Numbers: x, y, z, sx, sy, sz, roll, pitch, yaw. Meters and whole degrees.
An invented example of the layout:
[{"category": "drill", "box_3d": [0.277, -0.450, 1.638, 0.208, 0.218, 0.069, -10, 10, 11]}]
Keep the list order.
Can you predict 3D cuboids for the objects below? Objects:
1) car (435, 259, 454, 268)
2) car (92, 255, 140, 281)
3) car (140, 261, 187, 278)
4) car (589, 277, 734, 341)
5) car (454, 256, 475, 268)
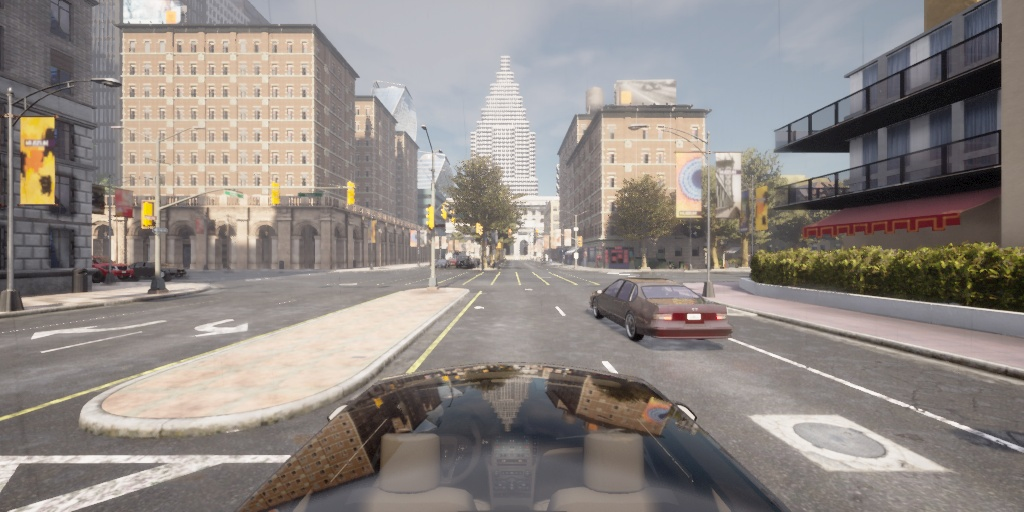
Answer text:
[{"category": "car", "box_3d": [-11.557, 1.297, 60.073, 2.033, 1.411, 5.357, 0, 0, 0]}, {"category": "car", "box_3d": [-34.648, 0.971, 29.438, 5.566, 2.045, 2.150, 0, 0, 0]}, {"category": "car", "box_3d": [-32.849, 1.255, 32.965, 4.892, 1.490, 1.837, 0, 0, 0]}, {"category": "car", "box_3d": [3.634, 1.297, 9.886, 2.033, 1.411, 5.357, 0, 0, -3]}, {"category": "car", "box_3d": [-8.062, 0.971, 60.697, 2.150, 2.045, 5.566, 0, 0, 0]}]
